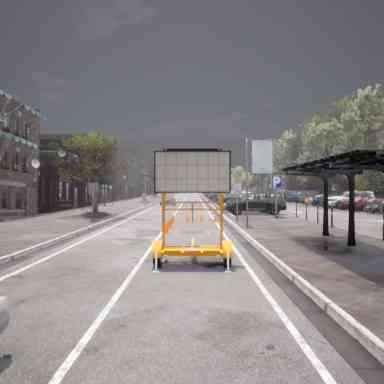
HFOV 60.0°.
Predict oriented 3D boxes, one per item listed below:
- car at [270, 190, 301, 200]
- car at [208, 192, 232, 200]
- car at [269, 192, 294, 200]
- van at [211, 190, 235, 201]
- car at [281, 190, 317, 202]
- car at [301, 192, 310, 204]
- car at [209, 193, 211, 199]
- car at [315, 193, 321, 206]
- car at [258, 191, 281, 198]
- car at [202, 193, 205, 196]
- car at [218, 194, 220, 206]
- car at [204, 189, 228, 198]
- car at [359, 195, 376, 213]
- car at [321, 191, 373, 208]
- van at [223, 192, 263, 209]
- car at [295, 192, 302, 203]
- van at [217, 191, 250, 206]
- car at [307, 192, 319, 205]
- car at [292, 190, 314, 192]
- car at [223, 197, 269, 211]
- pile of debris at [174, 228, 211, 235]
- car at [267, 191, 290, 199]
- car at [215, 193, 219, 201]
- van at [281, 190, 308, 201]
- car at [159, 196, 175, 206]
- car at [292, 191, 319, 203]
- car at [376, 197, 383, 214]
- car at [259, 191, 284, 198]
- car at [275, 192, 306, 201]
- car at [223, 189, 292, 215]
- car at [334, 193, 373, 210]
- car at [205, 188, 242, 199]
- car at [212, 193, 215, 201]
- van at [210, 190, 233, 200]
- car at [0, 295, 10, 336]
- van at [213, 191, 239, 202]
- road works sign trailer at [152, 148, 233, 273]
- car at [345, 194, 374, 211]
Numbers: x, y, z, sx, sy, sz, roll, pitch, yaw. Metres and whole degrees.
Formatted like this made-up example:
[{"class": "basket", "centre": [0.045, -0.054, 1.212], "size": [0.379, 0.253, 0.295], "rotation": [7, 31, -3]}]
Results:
[{"class": "car", "centre": [18.877, 0.578, 67.224], "size": [5.566, 2.045, 2.435], "rotation": [0, 1, 0]}, {"class": "car", "centre": [5.762, 0.791, 69.521], "size": [4.892, 1.521, 2.231], "rotation": [0, 1, 0]}, {"class": "car", "centre": [18.819, 0.812, 70.004], "size": [4.792, 1.488, 2.163], "rotation": [0, 1, 0]}, {"class": "van", "centre": [5.886, 0.659, 63.912], "size": [4.442, 1.987, 1.878], "rotation": [0, 1, 0]}, {"class": "car", "centre": [18.878, 0.718, 58.898], "size": [5.566, 2.045, 2.435], "rotation": [0, 1, 0]}, {"class": "car", "centre": [19.035, 1.117, 47.796], "size": [5.366, 1.575, 1.946], "rotation": [0, 1, 0]}, {"class": "car", "centre": [5.776, 1.020, 55.504], "size": [4.892, 1.521, 2.231], "rotation": [0, 1, 0]}, {"class": "car", "centre": [18.845, 1.178, 42.241], "size": [4.892, 1.521, 2.231], "rotation": [0, 1, 0]}, {"class": "car", "centre": [18.852, 0.597, 81.106], "size": [4.892, 1.521, 2.231], "rotation": [0, 1, 0]}, {"class": "car", "centre": [5.739, 0.398, 77.926], "size": [5.566, 2.045, 2.435], "rotation": [0, 1, 0]}, {"class": "car", "centre": [5.588, 1.255, 33.072], "size": [5.366, 1.575, 1.946], "rotation": [0, 1, 0]}, {"class": "car", "centre": [5.739, 0.350, 80.729], "size": [5.566, 2.045, 2.435], "rotation": [0, 1, 0]}, {"class": "car", "centre": [18.859, 1.277, 31.140], "size": [4.892, 1.521, 2.231], "rotation": [0, 1, 0]}, {"class": "car", "centre": [18.823, 0.950, 39.465], "size": [5.566, 2.045, 2.435], "rotation": [0, 1, 0]}, {"class": "van", "centre": [5.889, 0.982, 38.676], "size": [4.442, 1.987, 1.878], "rotation": [0, 1, 0]}, {"class": "car", "centre": [18.821, 1.119, 50.568], "size": [4.792, 1.488, 2.163], "rotation": [0, 1, 0]}, {"class": "van", "centre": [5.888, 0.901, 47.088], "size": [4.442, 1.987, 1.878], "rotation": [0, 1, 0]}, {"class": "car", "centre": [18.846, 1.149, 45.019], "size": [5.008, 1.535, 2.097], "rotation": [0, 1, 0]}, {"class": "car", "centre": [18.821, 0.760, 56.122], "size": [5.566, 2.045, 2.435], "rotation": [0, 1, 0]}, {"class": "car", "centre": [5.775, 1.273, 35.876], "size": [4.674, 1.452, 2.002], "rotation": [0, 1, 0]}, {"class": "pile of debris", "centre": [0.025, 2.078, 17.559], "size": [1.860, 0.140, 1.500], "rotation": [0, 1, 0]}, {"class": "car", "centre": [18.879, 0.611, 72.778], "size": [4.553, 1.767, 2.185], "rotation": [0, 1, 0]}, {"class": "car", "centre": [5.767, 1.183, 41.482], "size": [5.008, 1.535, 2.097], "rotation": [0, 1, 0]}, {"class": "van", "centre": [18.966, 0.697, 61.675], "size": [4.442, 1.987, 1.878], "rotation": [0, 1, 0]}, {"class": "car", "centre": [-3.291, 1.201, 45.144], "size": [1.994, 1.385, 4.181], "rotation": [0, 1, 0]}, {"class": "car", "centre": [18.879, 1.080, 53.351], "size": [4.792, 1.488, 2.163], "rotation": [0, 1, 0]}, {"class": "car", "centre": [18.882, 1.331, 28.365], "size": [4.792, 1.488, 2.163], "rotation": [0, 1, 0]}, {"class": "car", "centre": [18.662, 0.640, 78.329], "size": [5.366, 1.575, 1.946], "rotation": [0, 1, 0]}, {"class": "car", "centre": [19.035, 0.873, 64.452], "size": [5.366, 1.575, 1.946], "rotation": [0, 1, 0]}, {"class": "car", "centre": [5.745, 1.032, 30.266], "size": [5.566, 2.045, 2.435], "rotation": [0, 1, 0]}, {"class": "car", "centre": [18.857, 1.226, 36.691], "size": [5.008, 1.535, 2.097], "rotation": [0, 1, 0]}, {"class": "car", "centre": [5.741, 0.680, 61.107], "size": [5.566, 2.045, 2.435], "rotation": [0, 1, 0]}, {"class": "car", "centre": [5.800, 1.126, 49.893], "size": [4.792, 1.488, 2.163], "rotation": [0, 1, 0]}, {"class": "van", "centre": [5.885, 0.612, 66.714], "size": [4.442, 1.987, 1.878], "rotation": [0, 1, 0]}, {"class": "car", "centre": [-3.347, 1.599, 2.185], "size": [1.895, 1.301, 4.718], "rotation": [0, 0, 0]}, {"class": "van", "centre": [5.886, 0.753, 58.308], "size": [4.442, 1.987, 1.878], "rotation": [0, 1, 0]}, {"class": "road works sign trailer", "centre": [0.017, 0.429, 10.554], "size": [2.380, 3.560, 2.880], "rotation": [0, 0, 1]}, {"class": "car", "centre": [18.858, 1.251, 33.916], "size": [5.008, 1.535, 2.097], "rotation": [0, 1, 0]}]
